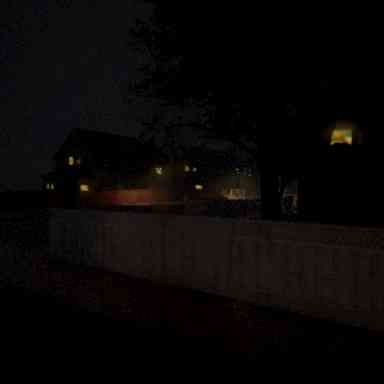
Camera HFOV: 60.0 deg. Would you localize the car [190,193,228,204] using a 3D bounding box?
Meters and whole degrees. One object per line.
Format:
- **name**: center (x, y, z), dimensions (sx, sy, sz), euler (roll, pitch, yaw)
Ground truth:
- **car**: center (1.922, 0.815, 34.734), dimensions (2.033, 1.411, 5.357), euler (3, 3, 35)
